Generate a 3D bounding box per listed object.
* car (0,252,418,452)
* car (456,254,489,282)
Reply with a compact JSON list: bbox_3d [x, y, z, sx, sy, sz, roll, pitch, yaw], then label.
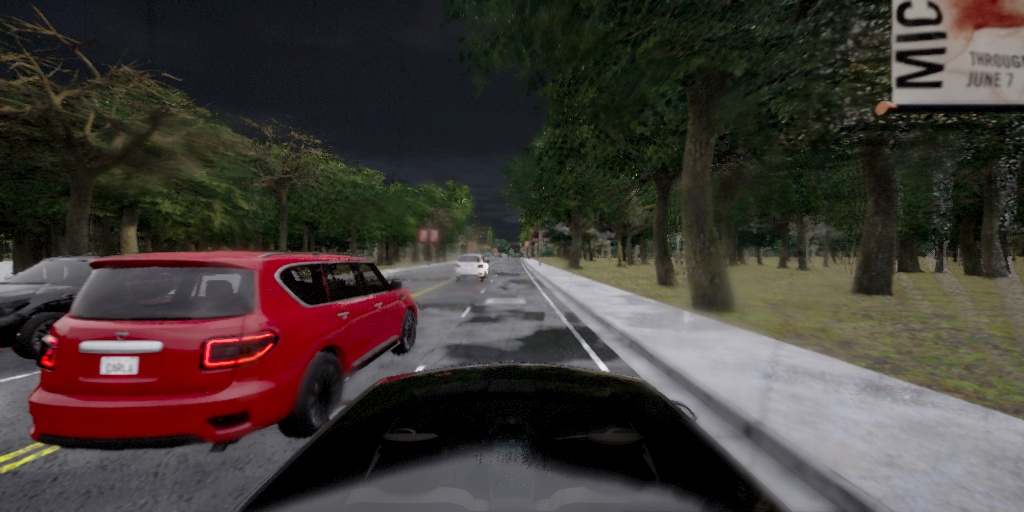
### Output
[{"bbox_3d":[-3.145,0.967,5.558,2.150,2.045,5.566,0,0,0],"label":"car"},{"bbox_3d":[-3.069,0.890,28.513,2.150,2.045,5.566,0,0,0],"label":"car"}]
